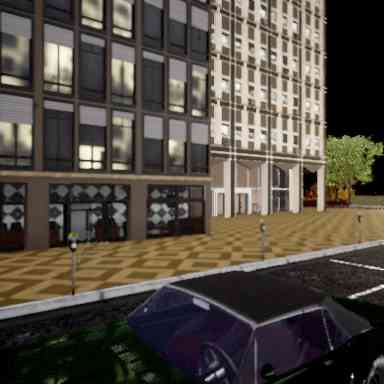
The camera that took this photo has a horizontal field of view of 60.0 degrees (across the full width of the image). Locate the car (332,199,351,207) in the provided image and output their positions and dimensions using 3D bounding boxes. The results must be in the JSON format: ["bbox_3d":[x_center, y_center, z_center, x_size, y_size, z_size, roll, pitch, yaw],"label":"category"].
[{"bbox_3d":[24.636,1.851,56.070,1.802,1.307,4.206,-1,0,-36],"label":"car"}]

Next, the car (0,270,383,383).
[{"bbox_3d":[0.195,1.597,3.199,4.718,1.301,1.895,0,0,-35],"label":"car"}]

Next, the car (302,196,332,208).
[{"bbox_3d":[18.201,1.573,51.197,2.192,1.841,5.009,-1,0,-36],"label":"car"}]
